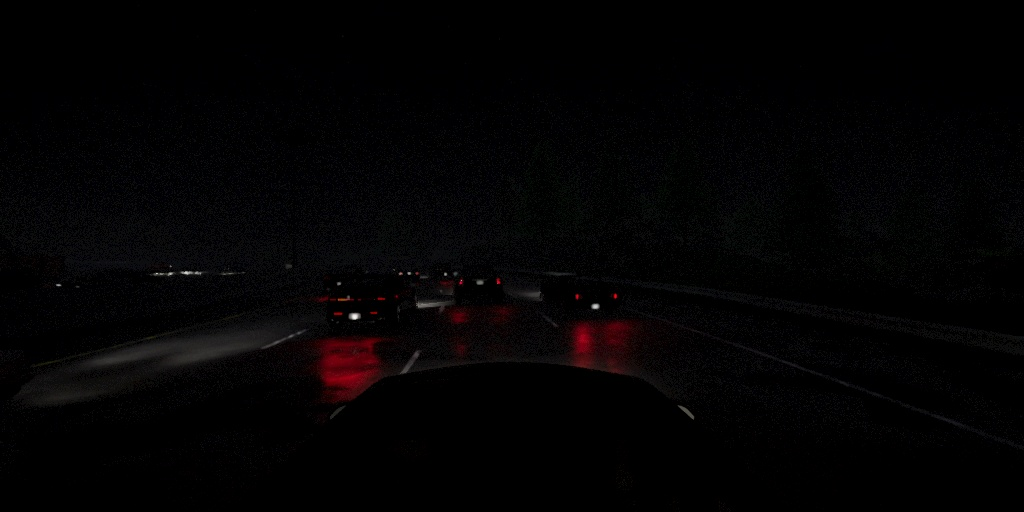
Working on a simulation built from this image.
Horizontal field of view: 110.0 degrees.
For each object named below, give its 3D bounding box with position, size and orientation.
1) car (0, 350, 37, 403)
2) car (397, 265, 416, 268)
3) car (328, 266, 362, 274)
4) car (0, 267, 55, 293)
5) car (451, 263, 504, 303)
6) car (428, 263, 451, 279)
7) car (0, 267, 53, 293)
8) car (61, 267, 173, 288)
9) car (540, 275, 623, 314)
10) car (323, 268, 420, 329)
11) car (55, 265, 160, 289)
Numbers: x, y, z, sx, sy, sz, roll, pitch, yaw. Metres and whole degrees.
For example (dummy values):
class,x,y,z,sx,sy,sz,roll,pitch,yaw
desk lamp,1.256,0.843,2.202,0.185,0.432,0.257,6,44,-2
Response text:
class,x,y,z,sx,sy,sz,roll,pitch,yaw
car,-7.065,1.391,2.428,1.895,1.301,4.718,0,0,-1
car,-8.919,1.429,30.316,2.033,1.411,5.357,0,0,-21
car,-9.816,1.338,21.533,1.882,1.535,5.008,0,0,-14
car,-27.242,1.436,18.364,2.128,1.511,4.902,0,0,-17
car,-1.714,1.157,17.235,2.097,1.767,4.553,0,0,-10
car,-6.805,1.387,34.191,1.837,1.490,4.892,0,0,-22
car,-32.476,1.491,22.830,1.837,1.490,4.892,0,0,-23
car,-20.098,1.471,18.649,1.994,1.385,4.181,0,0,-16
car,2.439,1.374,13.989,1.895,1.301,4.718,0,0,-8
car,-4.310,1.307,11.621,1.837,1.490,4.892,0,0,-6
car,-24.632,1.489,21.958,2.033,1.411,5.357,0,0,-19
